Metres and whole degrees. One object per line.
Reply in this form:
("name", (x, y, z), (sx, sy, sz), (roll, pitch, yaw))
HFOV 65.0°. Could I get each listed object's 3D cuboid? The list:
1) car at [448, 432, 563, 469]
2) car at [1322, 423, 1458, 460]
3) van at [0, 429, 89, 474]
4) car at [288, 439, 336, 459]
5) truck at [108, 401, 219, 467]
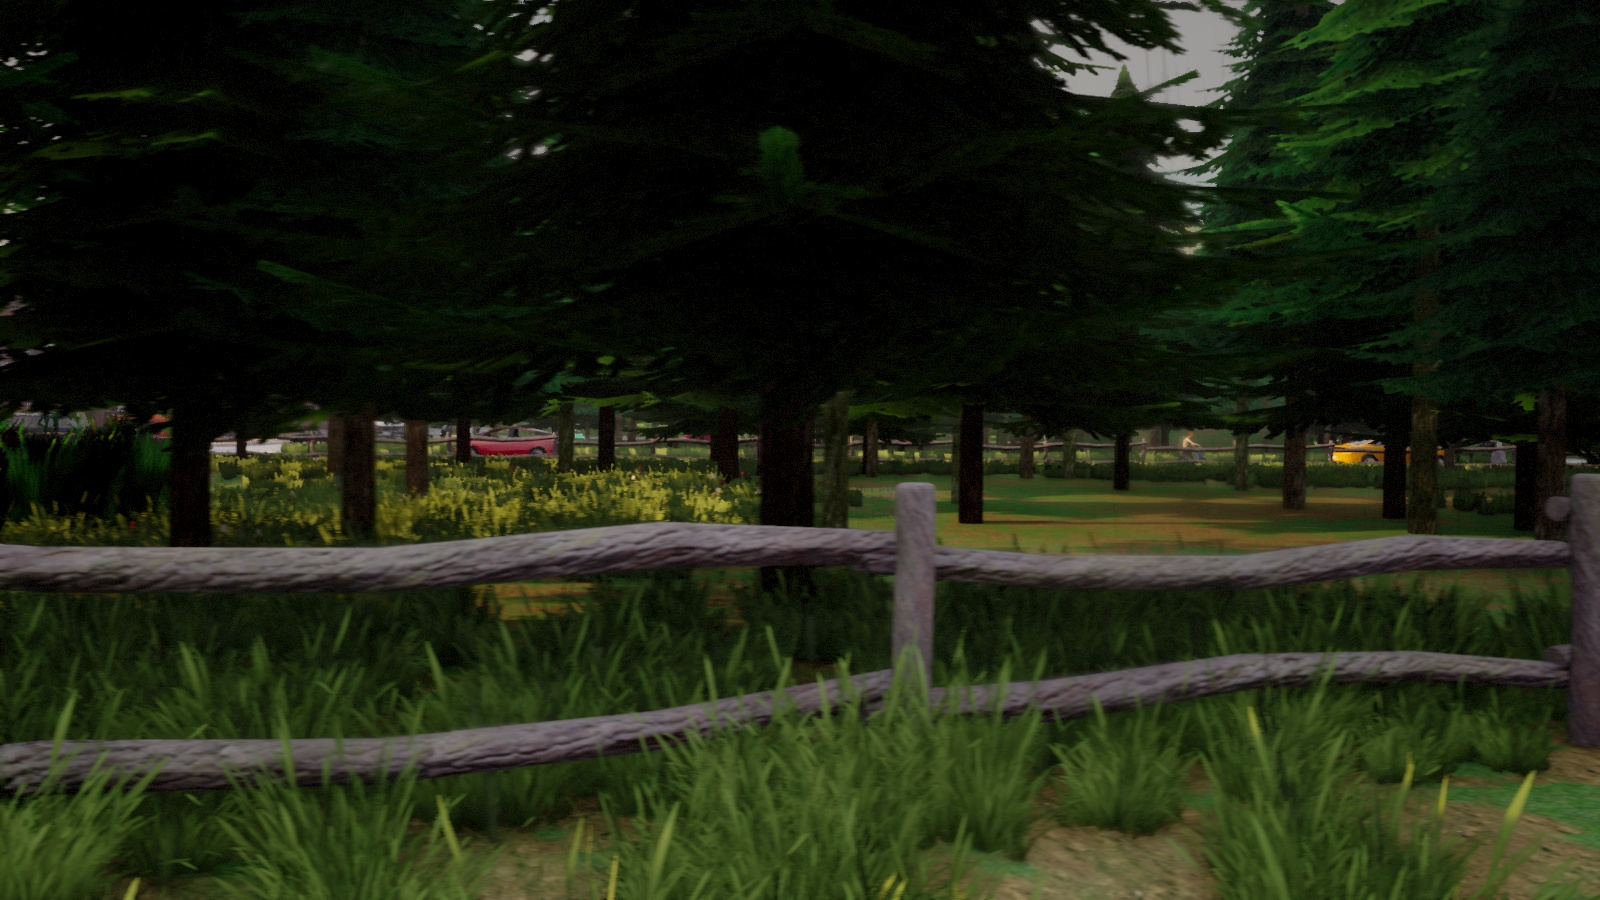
("car", (-12.598, -0.002, 53.928), (4.514, 1.525, 2.007), (-1, 1, -4))
("car", (25.220, -0.376, 53.724), (5.008, 1.535, 1.882), (-1, 1, -6))
("van", (-34.892, 0.026, 57.305), (1.775, 1.987, 4.442), (0, 1, 11))
("car", (-33.685, -0.100, 86.757), (1.895, 1.301, 4.718), (-1, 1, -6))
("truck", (-35.405, -0.903, 70.232), (2.891, 3.462, 7.936), (-1, 1, -6))
